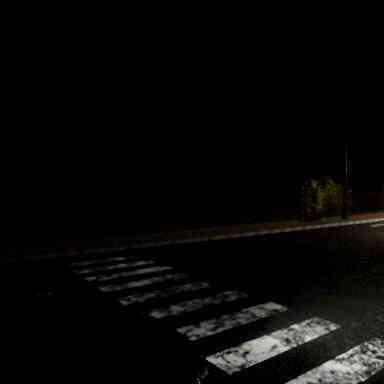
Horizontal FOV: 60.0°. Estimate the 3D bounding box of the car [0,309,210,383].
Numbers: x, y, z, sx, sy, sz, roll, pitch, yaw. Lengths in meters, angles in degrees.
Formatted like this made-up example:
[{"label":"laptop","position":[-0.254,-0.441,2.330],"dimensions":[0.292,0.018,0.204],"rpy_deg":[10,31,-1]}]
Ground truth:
[{"label":"car","position":[-2.057,1.494,2.007],"dimensions":[4.902,1.511,2.128],"rpy_deg":[0,0,-35]}]
